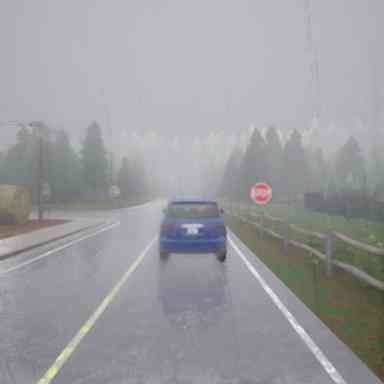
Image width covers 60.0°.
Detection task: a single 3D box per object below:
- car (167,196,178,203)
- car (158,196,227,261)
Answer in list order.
[{"bbox_3d":[-3.854,1.525,66.712,1.994,1.385,4.181,0,0,-2],"label":"car"},{"bbox_3d":[0.039,1.215,12.314,2.150,2.045,5.566,0,0,0],"label":"car"}]
